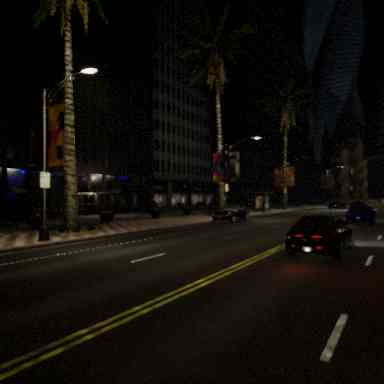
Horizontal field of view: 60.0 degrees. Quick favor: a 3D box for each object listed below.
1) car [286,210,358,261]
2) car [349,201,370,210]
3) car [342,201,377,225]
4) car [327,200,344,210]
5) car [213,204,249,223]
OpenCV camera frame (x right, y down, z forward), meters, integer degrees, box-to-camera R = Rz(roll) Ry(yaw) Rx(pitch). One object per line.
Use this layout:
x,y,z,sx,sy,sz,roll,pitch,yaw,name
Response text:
5.154,1.664,13.154,1.837,1.490,4.892,-1,-1,32,car
26.867,2.151,53.298,1.994,1.385,4.181,-1,-1,42,car
13.707,1.775,26.866,1.882,1.535,5.008,-1,-1,32,car
24.226,2.141,55.549,1.837,1.490,4.892,-2,-2,42,car
3.576,1.885,29.781,2.231,1.521,4.892,-1,-1,32,car
